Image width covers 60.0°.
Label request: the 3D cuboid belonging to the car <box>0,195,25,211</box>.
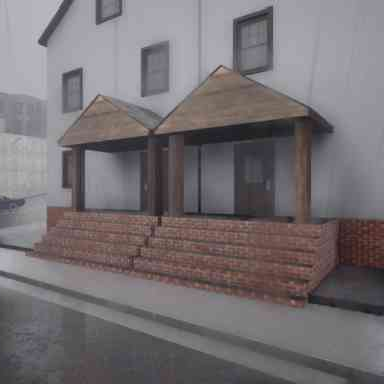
[{"bbox_3d":[-15.521,1.012,25.432,1.895,1.301,4.718,0,6,35],"label":"car"}]
